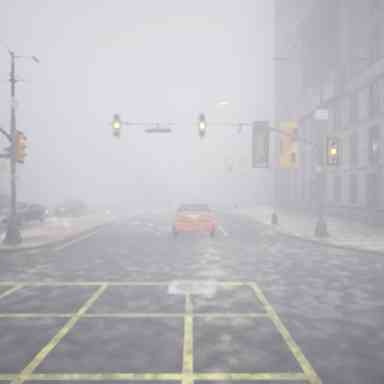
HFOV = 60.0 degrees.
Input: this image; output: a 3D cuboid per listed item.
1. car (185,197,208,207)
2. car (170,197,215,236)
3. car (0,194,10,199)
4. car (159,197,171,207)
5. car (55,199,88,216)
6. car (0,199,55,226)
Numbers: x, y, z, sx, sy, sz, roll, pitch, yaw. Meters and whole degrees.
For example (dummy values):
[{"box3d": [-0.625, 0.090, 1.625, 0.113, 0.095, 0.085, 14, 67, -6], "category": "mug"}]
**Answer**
[{"box3d": [0.720, 1.426, 48.947, 1.994, 1.385, 4.181, 0, 0, 20], "category": "car"}, {"box3d": [0.102, 1.300, 18.151, 2.097, 1.767, 4.553, 0, 0, 0], "category": "car"}, {"box3d": [-15.001, 1.154, 24.174, 2.150, 2.045, 5.566, 0, 0, 0], "category": "car"}, {"box3d": [-3.902, 1.410, 48.802, 2.033, 1.411, 5.357, 0, 0, -8], "category": "car"}, {"box3d": [-11.516, 1.402, 31.940, 2.128, 1.511, 4.902, 0, 0, 0], "category": "car"}, {"box3d": [-11.522, 1.429, 22.509, 2.128, 1.511, 4.902, 0, 0, 0], "category": "car"}]
